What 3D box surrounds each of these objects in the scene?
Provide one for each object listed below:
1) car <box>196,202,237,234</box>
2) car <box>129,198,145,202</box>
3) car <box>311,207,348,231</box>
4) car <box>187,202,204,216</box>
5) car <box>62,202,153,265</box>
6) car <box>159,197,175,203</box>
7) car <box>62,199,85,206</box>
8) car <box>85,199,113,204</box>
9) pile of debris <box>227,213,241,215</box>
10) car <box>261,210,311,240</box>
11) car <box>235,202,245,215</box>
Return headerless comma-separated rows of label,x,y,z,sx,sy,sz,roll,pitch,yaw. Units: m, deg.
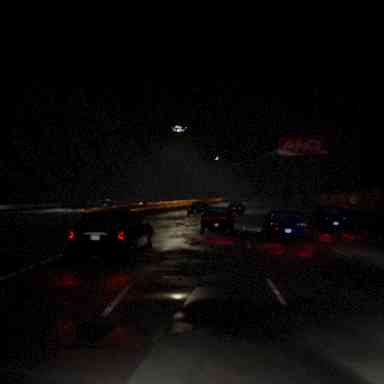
car,1.624,1.627,20.295,1.882,1.535,5.008,0,0,7
car,-9.284,1.821,55.237,2.128,1.511,4.902,0,0,13
car,8.973,1.730,22.190,1.812,1.442,4.674,0,0,9
car,0.747,1.772,34.980,1.812,1.442,4.674,0,0,12
car,-2.793,1.422,12.248,2.097,1.767,4.553,0,0,4
car,-4.454,1.787,60.619,2.097,1.767,4.553,0,0,12
car,-17.614,1.739,50.046,2.128,1.511,4.902,0,0,13
car,-13.826,1.767,51.005,2.128,1.511,4.902,0,0,13
pile of debris,4.765,2.462,37.585,1.500,0.140,1.860,0,0,13
car,4.839,1.678,18.048,1.812,1.442,4.674,0,0,7
car,5.101,1.841,38.607,2.033,1.411,5.357,0,0,12
